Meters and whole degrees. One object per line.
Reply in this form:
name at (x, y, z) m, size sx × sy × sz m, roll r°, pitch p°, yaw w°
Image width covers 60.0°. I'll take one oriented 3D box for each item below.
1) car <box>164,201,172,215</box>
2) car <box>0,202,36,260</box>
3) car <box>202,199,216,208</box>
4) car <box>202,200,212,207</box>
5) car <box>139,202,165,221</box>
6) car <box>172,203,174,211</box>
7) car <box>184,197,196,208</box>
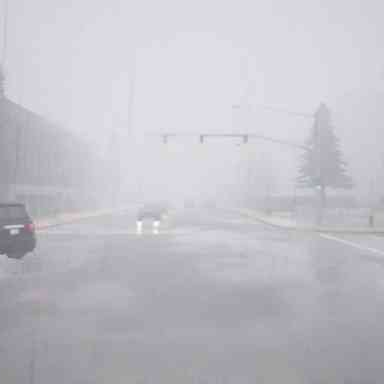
car at (-3.907, 1.938, 41.141) m, size 1.882 × 1.535 × 5.008 m, roll 0°, pitch -1°, yaw 0°
car at (-7.988, 1.356, 11.628) m, size 5.566 × 2.045 × 2.150 m, roll 0°, pitch -2°, yaw 26°
car at (3.097, 2.019, 60.126) m, size 2.097 × 1.767 × 4.553 m, roll 0°, pitch -1°, yaw 0°
car at (3.066, 2.330, 70.032) m, size 1.994 × 1.385 × 4.181 m, roll 0°, pitch -1°, yaw 0°
car at (-3.904, 1.881, 31.749) m, size 1.812 × 1.442 × 4.674 m, roll 0°, pitch -1°, yaw 0°
car at (-3.874, 2.133, 51.022) m, size 1.994 × 1.385 × 4.181 m, roll 0°, pitch -1°, yaw 0°
car at (-0.402, 2.172, 59.958) m, size 1.837 × 1.490 × 4.892 m, roll 0°, pitch -1°, yaw 0°
